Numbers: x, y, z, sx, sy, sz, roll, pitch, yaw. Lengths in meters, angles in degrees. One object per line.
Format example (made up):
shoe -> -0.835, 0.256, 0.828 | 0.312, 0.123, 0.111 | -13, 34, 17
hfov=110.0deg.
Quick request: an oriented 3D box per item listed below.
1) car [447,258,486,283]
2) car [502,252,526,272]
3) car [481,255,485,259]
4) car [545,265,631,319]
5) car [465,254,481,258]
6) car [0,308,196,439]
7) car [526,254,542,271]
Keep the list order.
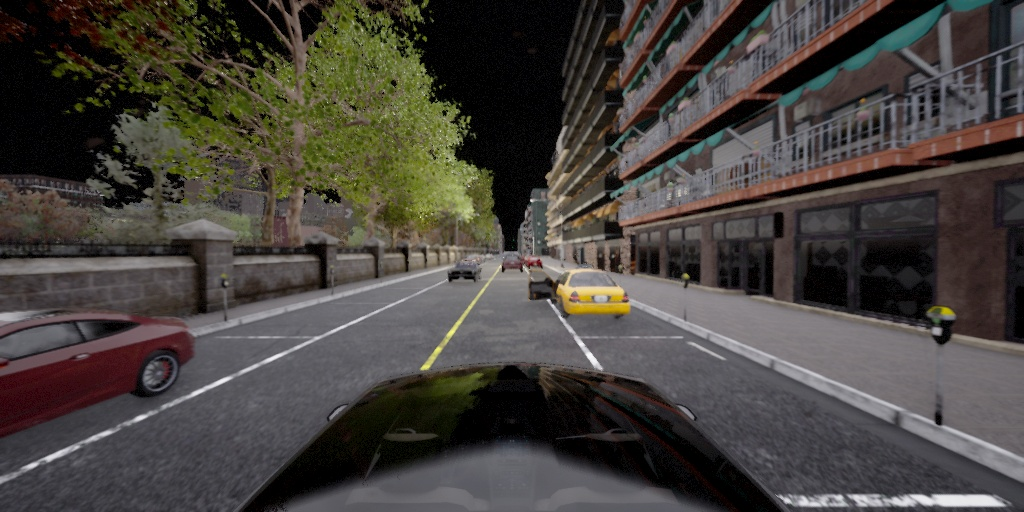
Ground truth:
car -> -3.098, 1.042, 24.205 | 1.895, 1.301, 4.718 | 0, 1, 0
car -> 0.050, 0.632, 36.291 | 2.097, 1.767, 4.553 | 0, 1, 1
car -> -5.684, 0.484, 54.505 | 1.967, 1.591, 4.097 | 0, 0, 0
car -> 2.351, 1.064, 12.038 | 1.801, 1.575, 5.366 | 0, 1, 0
car -> -5.685, 0.556, 48.877 | 1.967, 1.591, 4.097 | 0, 0, 0
car -> -5.689, 1.302, 3.838 | 1.802, 1.307, 4.207 | 0, 0, 0
car -> 2.696, 0.735, 43.246 | 1.888, 1.381, 4.507 | 0, 0, 0
